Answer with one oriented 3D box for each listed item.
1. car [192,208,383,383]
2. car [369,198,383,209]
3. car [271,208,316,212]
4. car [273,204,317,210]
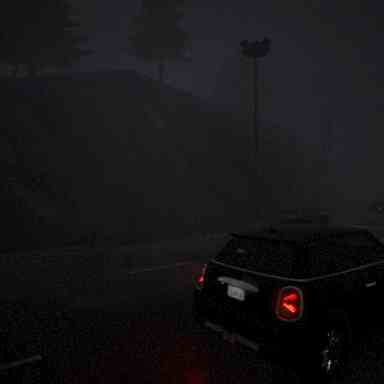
[{"bbox_3d":[2.255,1.320,5.650,4.553,1.767,2.097,-1,0,-38],"label":"car"},{"bbox_3d":[17.684,1.262,30.448,1.882,1.535,5.008,0,0,40],"label":"car"},{"bbox_3d":[3.151,1.472,10.863,4.674,1.442,1.812,-1,0,-39],"label":"car"},{"bbox_3d":[5.790,1.411,17.829,4.892,1.490,1.837,-1,0,-43],"label":"car"}]
